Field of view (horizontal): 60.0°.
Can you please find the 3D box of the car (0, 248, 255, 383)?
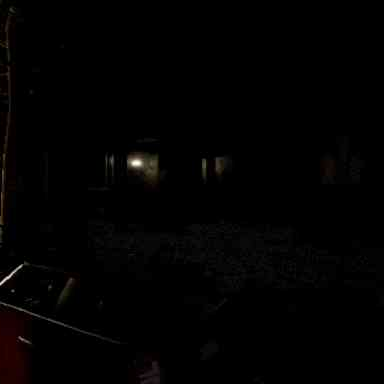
[{"bbox_3d":[-1.424,1.432,4.094,4.097,1.590,1.967,0,0,35],"label":"car"}]
